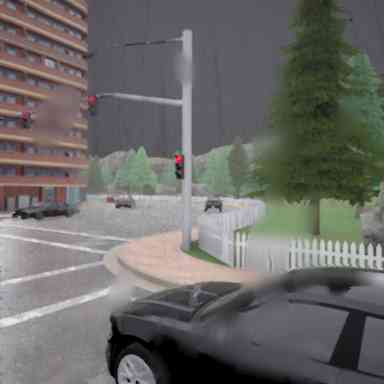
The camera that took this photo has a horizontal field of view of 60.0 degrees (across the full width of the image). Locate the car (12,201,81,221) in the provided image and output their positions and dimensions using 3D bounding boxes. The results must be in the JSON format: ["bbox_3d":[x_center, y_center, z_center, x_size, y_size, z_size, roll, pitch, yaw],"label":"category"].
[{"bbox_3d":[-11.171,1.374,26.021,2.033,1.411,5.357,0,0,24],"label":"car"}]

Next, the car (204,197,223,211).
[{"bbox_3d":[2.450,1.352,37.897,1.837,1.490,4.892,1,0,5],"label":"car"}]

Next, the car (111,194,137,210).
[{"bbox_3d":[-7.941,1.346,40.591,2.033,1.411,5.357,0,0,0],"label":"car"}]

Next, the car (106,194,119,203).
[{"bbox_3d":[-13.806,1.079,60.173,2.097,1.767,4.553,0,0,-34],"label":"car"}]

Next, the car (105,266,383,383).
[{"bbox_3d":[1.297,1.475,3.064,5.008,1.535,1.882,0,0,36],"label":"car"}]
